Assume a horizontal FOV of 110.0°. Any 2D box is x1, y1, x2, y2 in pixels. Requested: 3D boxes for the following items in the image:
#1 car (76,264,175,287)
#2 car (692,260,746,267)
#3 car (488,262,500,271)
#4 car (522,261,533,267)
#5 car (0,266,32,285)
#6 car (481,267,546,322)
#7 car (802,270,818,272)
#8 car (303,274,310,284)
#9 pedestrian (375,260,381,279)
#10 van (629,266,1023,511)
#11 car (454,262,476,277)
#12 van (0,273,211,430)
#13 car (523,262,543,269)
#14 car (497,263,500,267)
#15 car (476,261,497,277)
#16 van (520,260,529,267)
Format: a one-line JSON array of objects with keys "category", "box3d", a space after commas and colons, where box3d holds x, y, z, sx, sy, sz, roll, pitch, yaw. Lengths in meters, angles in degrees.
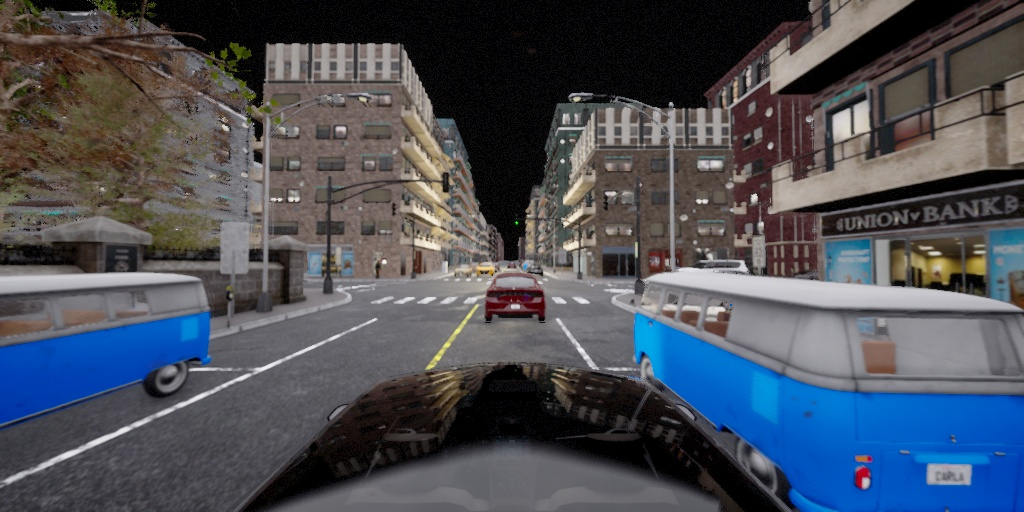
[{"category": "car", "box3d": [-26.665, 1.307, 24.858, 4.892, 1.490, 1.837, 0, -2, 1]}, {"category": "car", "box3d": [15.104, 1.336, 27.542, 5.566, 2.045, 2.150, 0, -2, 2]}, {"category": "car", "box3d": [-3.056, 1.854, 62.774, 1.812, 1.442, 4.674, 0, -1, 0]}, {"category": "car", "box3d": [2.695, 1.734, 47.619, 2.007, 1.370, 4.403, 0, 0, 0]}, {"category": "car", "box3d": [-37.094, 1.347, 24.985, 4.718, 1.301, 1.895, 0, -2, 1]}, {"category": "car", "box3d": [0.100, 1.331, 12.766, 1.882, 1.535, 5.008, 0, -1, 0]}, {"category": "car", "box3d": [25.112, 1.734, 27.422, 4.181, 1.385, 1.994, 0, -2, 2]}, {"category": "car", "box3d": [-16.668, 1.455, 24.703, 4.718, 1.301, 1.895, 0, -2, 1]}, {"category": "pedestrian", "box3d": [-12.536, 1.255, 33.429, 0.375, 1.860, 0.375, 0, -2, 1]}, {"category": "van", "box3d": [2.659, 1.112, 4.031, 1.690, 1.789, 3.998, 0, 0, 0]}, {"category": "car", "box3d": [-5.686, 1.655, 41.807, 1.751, 1.417, 4.829, 0, 0, 0]}, {"category": "van", "box3d": [-5.656, 1.112, 4.034, 1.690, 1.789, 3.998, 0, 0, 0]}, {"category": "car", "box3d": [2.695, 1.695, 41.976, 1.948, 1.339, 4.313, 0, 0, 0]}, {"category": "car", "box3d": [-3.092, 1.778, 52.635, 2.033, 1.411, 5.357, 0, -1, 0]}, {"category": "car", "box3d": [-3.098, 1.614, 42.675, 1.882, 1.535, 5.008, 0, -1, 0]}, {"category": "van", "box3d": [2.696, 1.632, 58.903, 1.690, 1.789, 3.998, 0, 0, 0]}]
